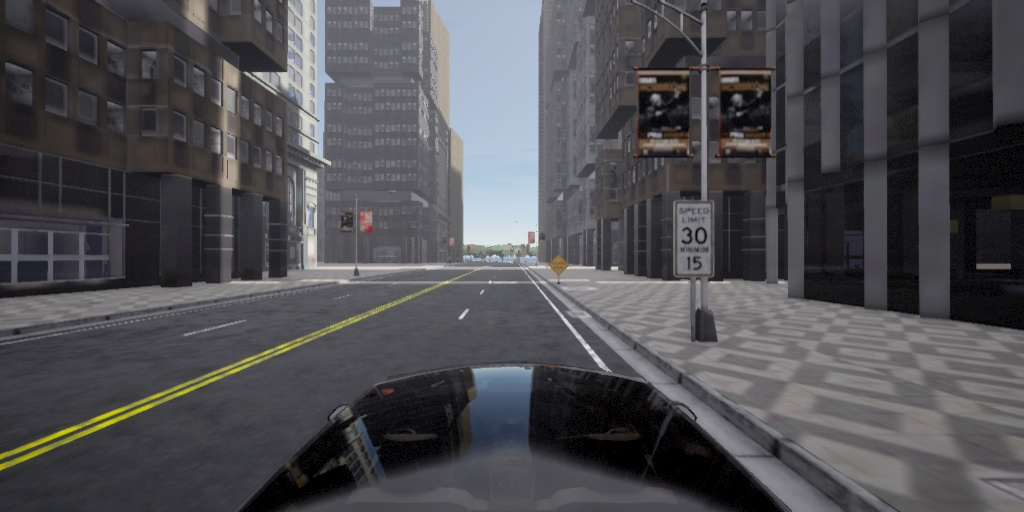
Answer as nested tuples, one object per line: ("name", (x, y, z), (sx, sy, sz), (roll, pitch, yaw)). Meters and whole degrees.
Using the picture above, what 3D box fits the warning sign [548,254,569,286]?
("warning sign", (2.850, 0.835, 21.892), (1.300, 1.860, 1.060), (0, 0, 0))
